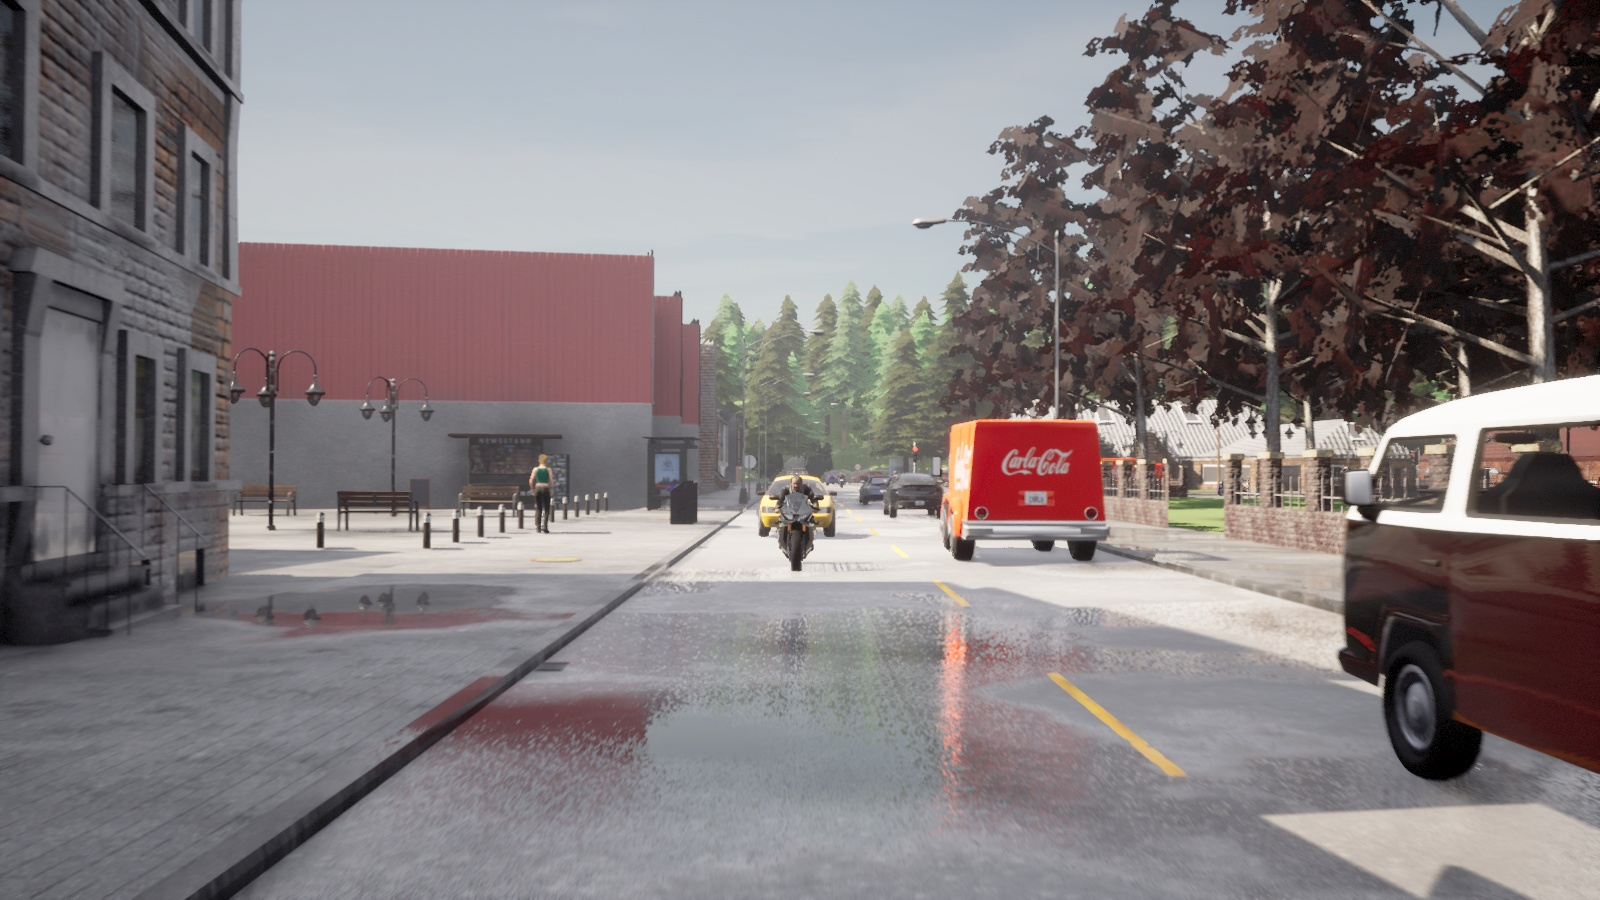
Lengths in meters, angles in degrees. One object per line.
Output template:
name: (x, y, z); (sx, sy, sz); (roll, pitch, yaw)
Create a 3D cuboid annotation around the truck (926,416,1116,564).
truck: (3.945, 0.706, 23.547); (2.627, 2.467, 5.204); (0, -1, 0)

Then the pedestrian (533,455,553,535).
pedestrian: (-5.920, 1.033, 28.961); (0.345, 1.836, 0.594); (0, -1, -2)

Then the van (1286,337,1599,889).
van: (3.986, 0.612, 5.350); (2.069, 2.038, 4.480); (0, -1, 0)

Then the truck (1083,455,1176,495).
truck: (20.978, 1.583, 80.161); (5.204, 2.467, 2.627); (0, -1, -2)

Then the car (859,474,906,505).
car: (3.890, 1.866, 59.895); (1.994, 1.385, 4.181); (0, -1, 1)

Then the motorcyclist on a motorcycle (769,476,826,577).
motorcyclist on a motorcycle: (-0.048, 1.190, 20.298); (0.866, 1.530, 2.191); (0, -1, 0)

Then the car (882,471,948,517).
car: (3.926, 1.530, 43.578); (1.837, 1.490, 4.892); (0, -2, 0)

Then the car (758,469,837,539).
car: (-0.062, 1.277, 31.219); (1.801, 1.575, 5.366); (0, -1, 0)
